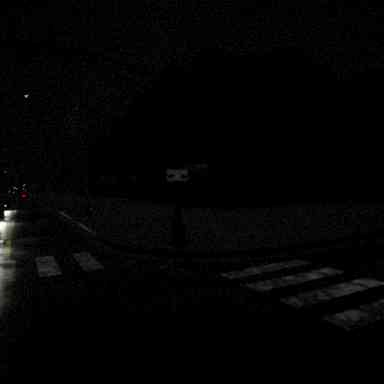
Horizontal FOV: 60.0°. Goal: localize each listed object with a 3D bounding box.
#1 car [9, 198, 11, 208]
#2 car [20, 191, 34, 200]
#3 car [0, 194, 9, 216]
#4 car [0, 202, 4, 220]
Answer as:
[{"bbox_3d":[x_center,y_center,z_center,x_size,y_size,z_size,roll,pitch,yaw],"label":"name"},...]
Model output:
[{"bbox_3d":[-18.990,0.978,32.610,1.837,1.490,4.892,-3,2,-27],"label":"car"},{"bbox_3d":[-27.050,0.592,54.587,2.033,1.411,5.357,-3,2,-28],"label":"car"},{"bbox_3d":[-14.368,1.107,23.651,1.882,1.535,5.008,-3,2,-27],"label":"car"},{"bbox_3d":[-10.015,1.254,15.242,1.882,1.535,5.008,-3,2,-27],"label":"car"}]
